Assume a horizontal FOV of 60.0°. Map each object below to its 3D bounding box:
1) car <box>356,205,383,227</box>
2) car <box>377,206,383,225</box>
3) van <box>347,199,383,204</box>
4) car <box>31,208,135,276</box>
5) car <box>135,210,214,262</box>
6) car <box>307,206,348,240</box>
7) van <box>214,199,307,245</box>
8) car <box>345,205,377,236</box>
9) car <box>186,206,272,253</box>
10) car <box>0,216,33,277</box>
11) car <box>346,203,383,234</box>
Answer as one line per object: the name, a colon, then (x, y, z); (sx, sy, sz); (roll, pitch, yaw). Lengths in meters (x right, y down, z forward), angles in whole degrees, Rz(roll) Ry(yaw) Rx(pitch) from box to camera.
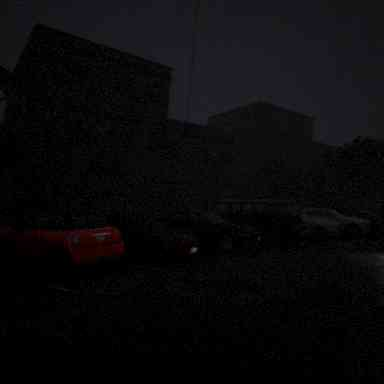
car: (14.834, 1.773, 24.063); (5.008, 1.535, 2.097); (0, -2, 35)
car: (17.230, 1.874, 25.741); (4.892, 1.521, 2.231); (0, -2, 35)
van: (12.348, 1.469, 22.444); (4.442, 1.987, 1.878); (0, -2, 35)
car: (-4.293, 1.351, 10.493); (4.553, 1.767, 2.185); (-1, -1, 35)
car: (-1.896, 1.518, 12.201); (4.792, 1.488, 2.163); (-1, -1, 35)
car: (5.255, 1.597, 17.307); (4.674, 1.452, 2.002); (-1, -1, 35)
van: (2.765, 1.304, 15.677); (4.442, 1.987, 1.878); (-1, -1, 35)
car: (7.655, 1.632, 19.004); (4.674, 1.452, 2.002); (-1, -2, 35)
car: (0.464, 1.505, 13.917); (5.008, 1.535, 2.097); (-1, -1, 35)
car: (-6.701, 1.474, 8.807); (4.892, 1.521, 2.231); (-1, -1, 35)
car: (10.070, 1.663, 20.669); (4.792, 1.488, 2.163); (-1, -2, 35)
